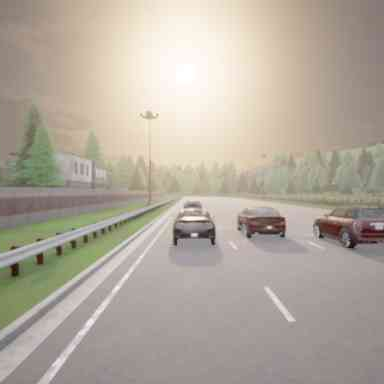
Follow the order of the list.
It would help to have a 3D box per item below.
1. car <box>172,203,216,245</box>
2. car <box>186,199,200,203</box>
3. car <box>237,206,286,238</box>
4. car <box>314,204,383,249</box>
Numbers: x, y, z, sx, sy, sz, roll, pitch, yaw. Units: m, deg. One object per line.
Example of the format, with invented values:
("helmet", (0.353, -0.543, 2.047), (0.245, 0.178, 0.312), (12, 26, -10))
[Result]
("car", (0.093, 1.503, 15.698), (2.128, 1.511, 4.902), (0, 0, 0))
("car", (0.088, 1.530, 34.089), (1.837, 1.490, 4.892), (0, 0, 0))
("car", (3.595, 1.491, 17.891), (1.882, 1.535, 5.008), (0, 0, 0))
("car", (7.094, 1.363, 14.714), (2.097, 1.767, 4.553), (0, 0, 0))
